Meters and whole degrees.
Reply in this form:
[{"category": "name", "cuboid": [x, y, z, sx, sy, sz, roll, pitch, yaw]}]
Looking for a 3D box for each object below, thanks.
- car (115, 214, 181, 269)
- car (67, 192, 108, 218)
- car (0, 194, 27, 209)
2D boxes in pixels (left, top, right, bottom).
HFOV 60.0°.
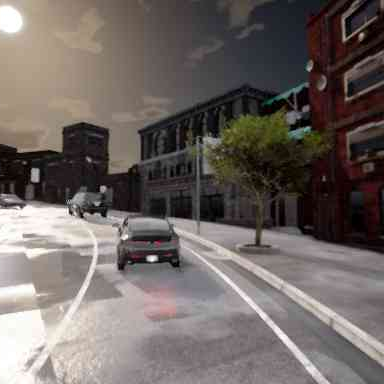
[{"category": "car", "cuboid": [-1.582, 1.492, 11.226, 1.837, 1.490, 4.892, 1, 1, -13]}, {"category": "car", "cuboid": [-8.807, 1.017, 27.926, 2.150, 2.045, 5.566, 3, 0, -33]}, {"category": "car", "cuboid": [-18.948, 0.942, 34.333, 5.357, 1.411, 2.033, 2, -1, 43]}]
